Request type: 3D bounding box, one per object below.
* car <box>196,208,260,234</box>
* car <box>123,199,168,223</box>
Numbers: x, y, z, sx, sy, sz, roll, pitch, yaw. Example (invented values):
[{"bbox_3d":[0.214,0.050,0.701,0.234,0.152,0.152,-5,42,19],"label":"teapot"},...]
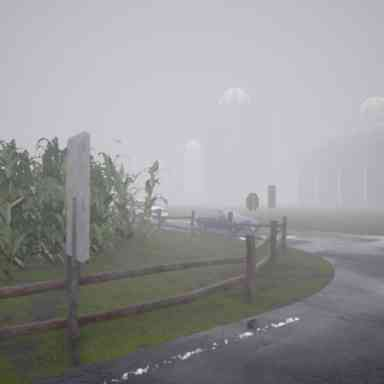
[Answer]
[{"bbox_3d":[2.088,1.755,20.590,1.812,1.442,4.674,0,-1,-36],"label":"car"},{"bbox_3d":[-4.337,1.628,29.164,2.150,2.045,5.566,0,-1,-37],"label":"car"}]
